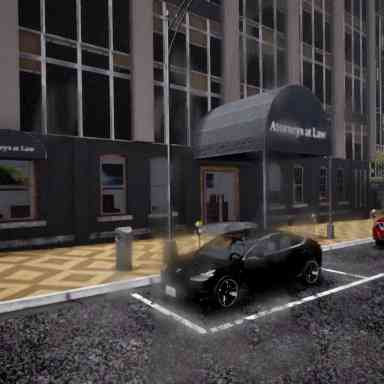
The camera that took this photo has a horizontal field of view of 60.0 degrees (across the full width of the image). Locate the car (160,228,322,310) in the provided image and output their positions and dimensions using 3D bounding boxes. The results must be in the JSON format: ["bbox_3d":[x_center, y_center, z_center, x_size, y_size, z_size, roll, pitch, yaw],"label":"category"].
[{"bbox_3d":[1.325,1.564,7.805,4.313,1.339,1.947,0,-1,-37],"label":"car"}]

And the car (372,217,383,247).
[{"bbox_3d":[9.603,1.310,14.003,5.009,1.841,2.192,0,-1,-37],"label":"car"}]
